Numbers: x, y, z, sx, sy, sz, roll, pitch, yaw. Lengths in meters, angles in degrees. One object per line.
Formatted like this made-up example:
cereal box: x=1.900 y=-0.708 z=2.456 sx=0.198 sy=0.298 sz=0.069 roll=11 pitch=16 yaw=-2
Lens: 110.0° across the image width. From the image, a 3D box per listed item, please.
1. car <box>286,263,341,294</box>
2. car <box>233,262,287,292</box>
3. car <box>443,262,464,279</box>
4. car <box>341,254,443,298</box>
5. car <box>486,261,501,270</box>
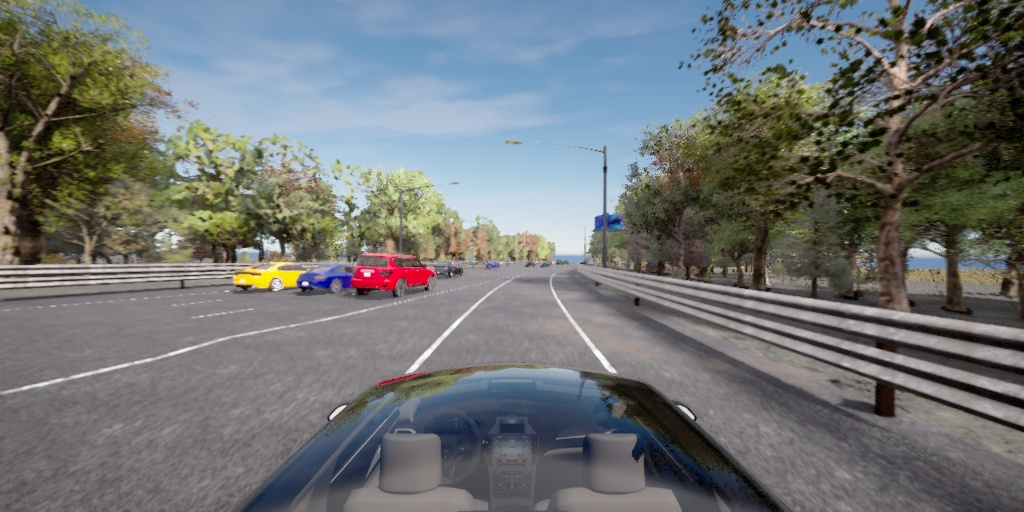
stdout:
car: x=-9.339 y=1.177 z=19.275 sx=1.812 sy=1.442 sz=4.674 roll=0 pitch=-1 yaw=12
car: x=-12.750 y=1.101 z=20.059 sx=1.882 sy=1.535 sz=5.008 roll=0 pitch=-1 yaw=12
car: x=-6.119 y=1.328 z=34.607 sx=2.128 sy=1.511 sz=4.902 roll=1 pitch=0 yaw=12
car: x=-5.877 y=0.941 z=18.529 sx=2.150 sy=2.045 sz=5.566 roll=2 pitch=0 yaw=12
car: x=-3.385 y=1.683 z=64.754 sx=1.812 sy=1.442 sz=4.674 roll=0 pitch=-1 yaw=12
